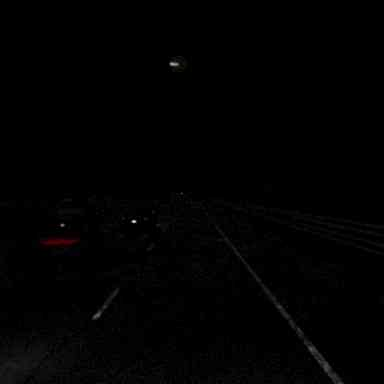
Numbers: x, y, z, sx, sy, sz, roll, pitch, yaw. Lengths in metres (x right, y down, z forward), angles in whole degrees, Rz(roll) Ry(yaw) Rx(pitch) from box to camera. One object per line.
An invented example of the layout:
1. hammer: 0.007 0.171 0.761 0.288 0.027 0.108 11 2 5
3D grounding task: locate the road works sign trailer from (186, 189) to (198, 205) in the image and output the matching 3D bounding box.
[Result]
1. road works sign trailer: -0.043 1.147 77.270 2.380 3.560 2.880 0 -1 0

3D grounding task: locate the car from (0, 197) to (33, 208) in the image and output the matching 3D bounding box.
1. car: -17.614 1.496 32.523 2.150 2.045 5.566 0 -1 0

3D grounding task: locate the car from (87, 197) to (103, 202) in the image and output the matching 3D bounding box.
1. car: -21.040 1.997 73.786 2.097 1.767 4.553 0 -1 0

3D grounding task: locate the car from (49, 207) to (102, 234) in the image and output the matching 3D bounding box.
1. car: -6.911 1.640 20.226 1.882 1.535 5.008 0 -1 0

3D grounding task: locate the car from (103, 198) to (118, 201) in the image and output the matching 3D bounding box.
1. car: -17.540 2.119 73.757 1.882 1.535 5.008 0 -1 0

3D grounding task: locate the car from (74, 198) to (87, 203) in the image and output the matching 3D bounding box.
1. car: -24.540 2.166 73.752 2.128 1.511 4.902 0 -1 0

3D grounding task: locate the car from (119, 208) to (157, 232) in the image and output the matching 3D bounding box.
1. car: -3.411 1.739 21.576 1.994 1.385 4.181 0 -1 0
